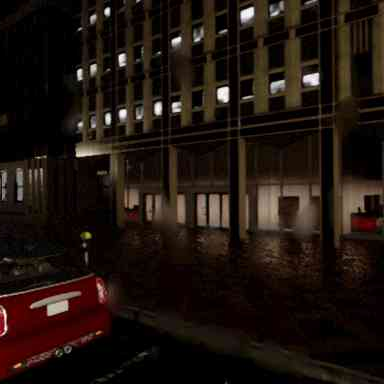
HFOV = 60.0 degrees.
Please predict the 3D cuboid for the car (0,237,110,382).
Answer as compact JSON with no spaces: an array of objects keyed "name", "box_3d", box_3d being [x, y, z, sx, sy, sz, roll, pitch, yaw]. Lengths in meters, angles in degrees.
[{"name":"car","box_3d":[-3.212,1.429,5.177,4.097,1.590,1.967,0,-1,36]}]
